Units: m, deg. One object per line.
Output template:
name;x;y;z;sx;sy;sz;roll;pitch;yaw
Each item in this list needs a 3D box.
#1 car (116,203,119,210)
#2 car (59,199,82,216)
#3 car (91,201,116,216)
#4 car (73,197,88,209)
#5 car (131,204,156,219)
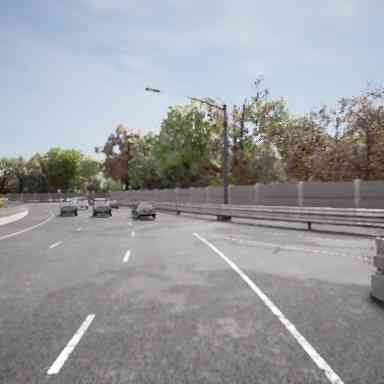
car;-13.404;2.159;53.762;2.033;1.411;5.357;0;-1;-29
car;-14.597;1.986;39.369;2.128;1.511;4.902;0;-1;-21
car;-10.309;1.932;37.887;2.128;1.511;4.902;0;-1;-20
car;-19.560;1.925;57.301;2.150;2.045;5.566;0;-1;-33
car;-4.876;1.893;33.235;2.033;1.411;5.357;0;-1;-18
